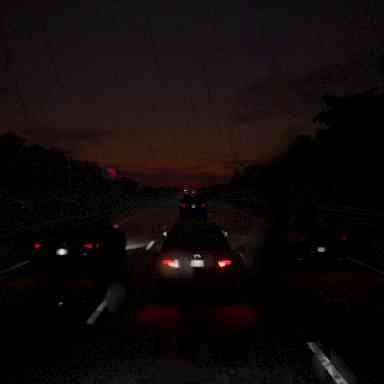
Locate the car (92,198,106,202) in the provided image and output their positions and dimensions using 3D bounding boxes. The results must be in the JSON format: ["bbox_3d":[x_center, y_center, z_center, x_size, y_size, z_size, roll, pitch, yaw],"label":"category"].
[{"bbox_3d":[-13.978,1.613,50.381,1.812,1.442,4.674,0,0,0],"label":"car"}]

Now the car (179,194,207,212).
[{"bbox_3d":[0.112,1.217,28.028,2.150,2.045,5.566,0,0,0],"label":"car"}]

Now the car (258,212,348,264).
[{"bbox_3d":[3.604,1.450,11.716,1.882,1.535,5.008,0,0,0],"label":"car"}]

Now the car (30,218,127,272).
[{"bbox_3d":[-3.394,1.537,10.686,1.994,1.385,4.181,0,0,0],"label":"car"}]

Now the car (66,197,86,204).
[{"bbox_3d":[-17.478,1.575,50.383,2.128,1.511,4.902,0,0,0],"label":"car"}]

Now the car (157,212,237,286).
[{"bbox_3d":[0.104,1.521,9.397,2.033,1.411,5.357,0,0,0],"label":"car"}]

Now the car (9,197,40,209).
[{"bbox_3d":[-21.053,1.376,41.961,2.097,1.767,4.553,0,0,0],"label":"car"}]
